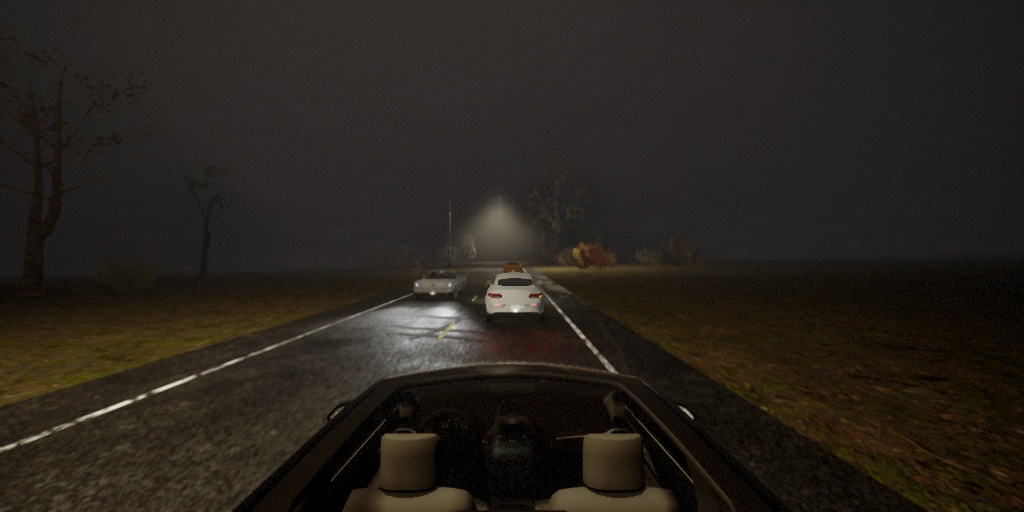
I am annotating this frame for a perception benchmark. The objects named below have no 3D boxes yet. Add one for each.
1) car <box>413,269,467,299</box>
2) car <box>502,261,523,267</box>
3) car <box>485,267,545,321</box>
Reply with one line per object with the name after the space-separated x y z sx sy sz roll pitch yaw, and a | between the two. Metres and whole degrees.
-3.504 1.352 18.109 1.895 1.301 4.718 0 0 0 | car
0.091 1.232 34.995 1.882 1.535 5.008 0 0 0 | car
0.097 1.277 12.369 1.812 1.442 4.674 0 0 0 | car
